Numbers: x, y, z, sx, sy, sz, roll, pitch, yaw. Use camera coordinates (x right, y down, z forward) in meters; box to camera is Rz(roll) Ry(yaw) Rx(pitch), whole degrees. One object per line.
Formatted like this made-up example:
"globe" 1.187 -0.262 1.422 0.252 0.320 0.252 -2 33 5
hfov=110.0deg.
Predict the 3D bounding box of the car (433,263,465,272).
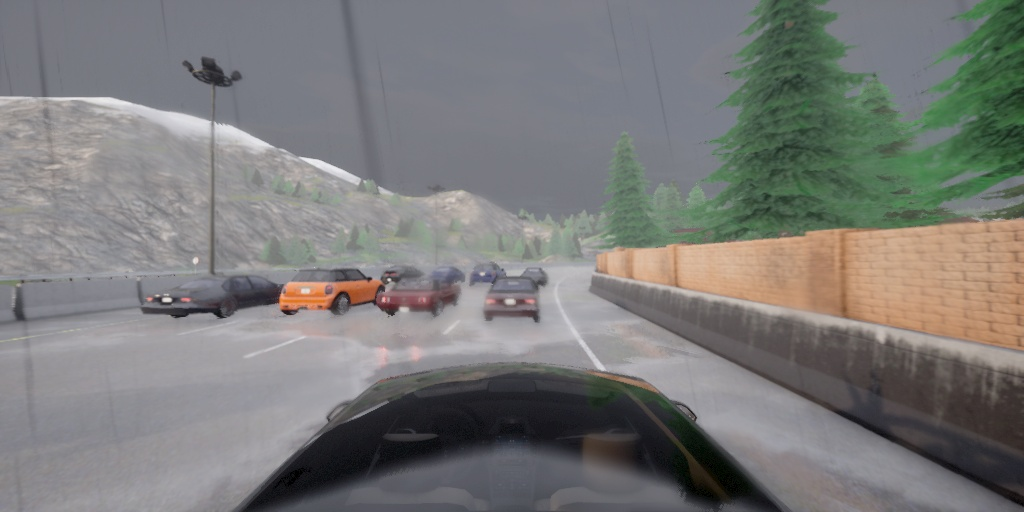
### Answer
"car" -5.117 1.539 28.714 1.812 1.442 4.674 0 0 10

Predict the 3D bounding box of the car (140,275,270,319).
"car" -10.353 1.412 13.441 2.033 1.411 5.357 0 -1 4

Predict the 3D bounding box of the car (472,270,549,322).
"car" 0.133 1.407 12.888 2.033 1.411 5.357 0 -1 4

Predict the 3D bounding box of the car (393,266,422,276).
"car" -8.650 1.522 28.836 1.837 1.490 4.892 0 0 10

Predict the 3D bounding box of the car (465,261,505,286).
"car" -1.735 1.355 27.738 2.097 1.767 4.553 0 -1 10

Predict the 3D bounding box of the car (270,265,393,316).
"car" -6.771 1.223 14.165 2.097 1.767 4.553 0 -1 4

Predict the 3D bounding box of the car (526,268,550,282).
"car" 1.754 1.565 27.368 1.994 1.385 4.181 0 0 10

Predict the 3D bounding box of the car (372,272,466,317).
"car" -3.298 1.469 13.804 1.895 1.301 4.718 0 -1 4
